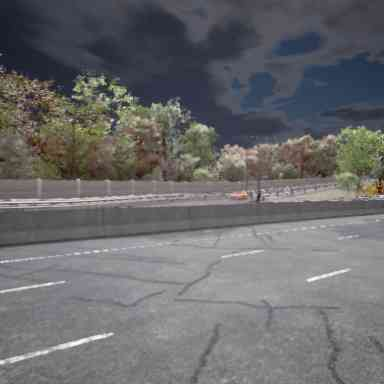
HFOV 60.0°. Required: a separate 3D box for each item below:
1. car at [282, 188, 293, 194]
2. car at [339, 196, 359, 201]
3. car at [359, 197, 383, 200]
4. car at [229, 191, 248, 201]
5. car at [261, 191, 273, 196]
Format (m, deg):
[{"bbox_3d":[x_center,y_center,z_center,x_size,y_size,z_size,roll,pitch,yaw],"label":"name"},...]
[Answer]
[{"bbox_3d":[24.408,-0.219,84.820,2.128,1.511,4.902,0,3,34],"label":"car"},{"bbox_3d":[22.577,1.371,47.127,5.008,1.535,1.882,0,0,-36],"label":"car"},{"bbox_3d":[25.046,1.398,44.607,4.902,1.511,2.128,0,0,-36],"label":"car"},{"bbox_3d":[8.185,0.575,58.524,2.097,1.767,4.553,0,1,30],"label":"car"},{"bbox_3d":[15.976,0.440,71.780,1.994,1.385,4.181,0,2,31],"label":"car"}]
